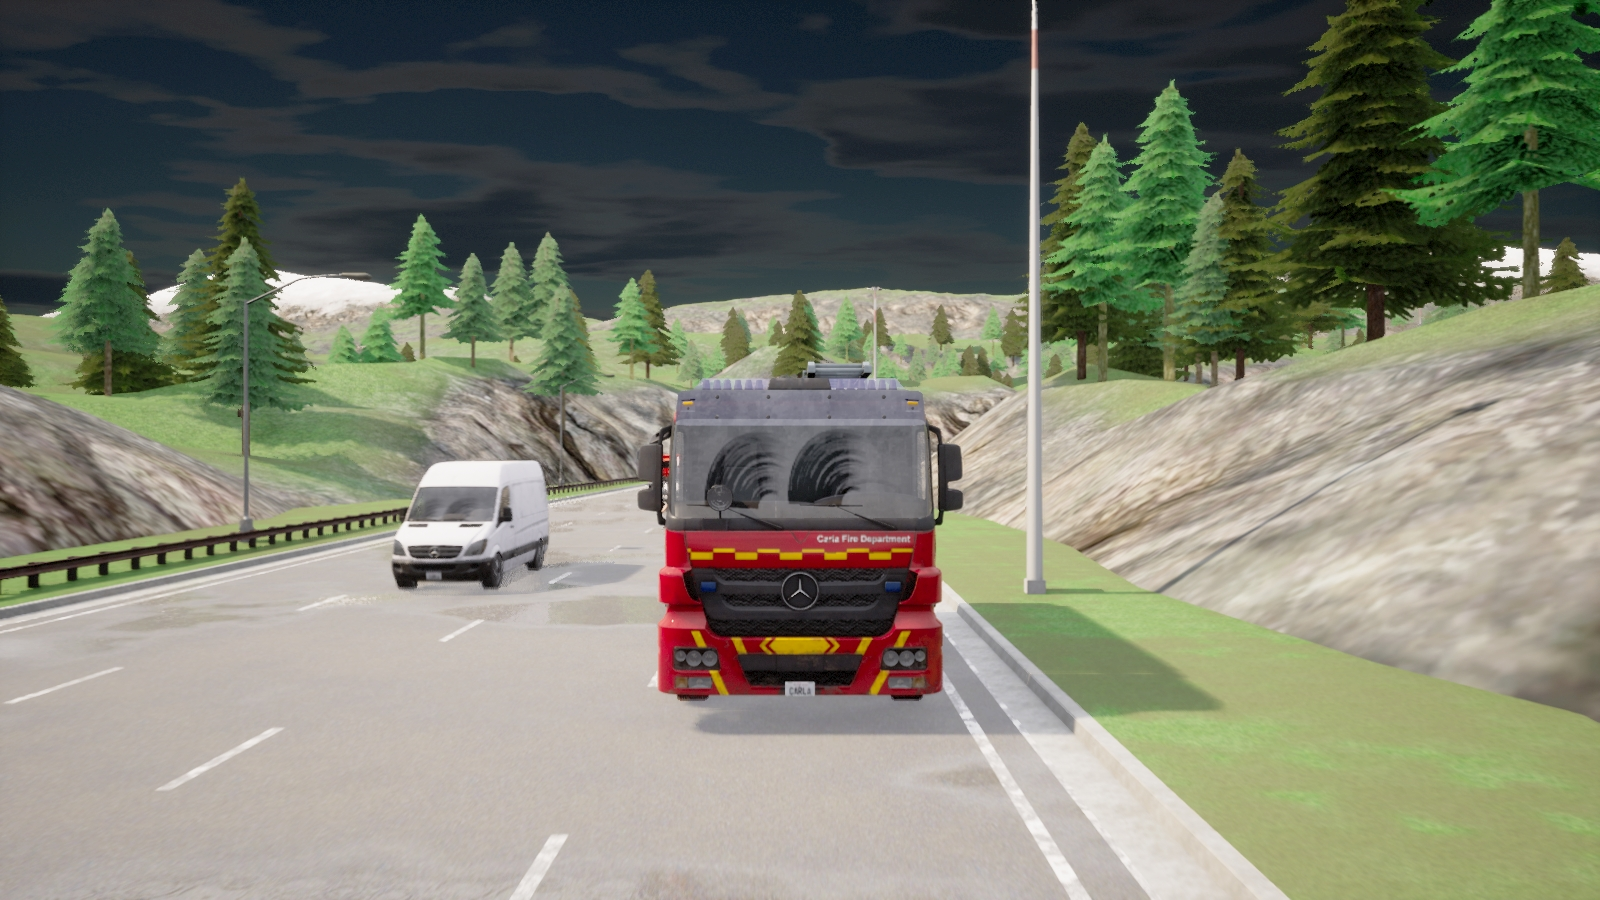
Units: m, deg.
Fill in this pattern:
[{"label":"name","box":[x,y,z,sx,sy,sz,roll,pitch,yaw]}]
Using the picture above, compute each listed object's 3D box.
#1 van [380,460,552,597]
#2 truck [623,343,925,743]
[{"label":"van","box":[-7.005,1.529,24.733,1.988,2.561,5.915,0,0,0]},{"label":"truck","box":[-0.249,0.887,15.171,2.891,3.827,8.468,0,0,0]}]
